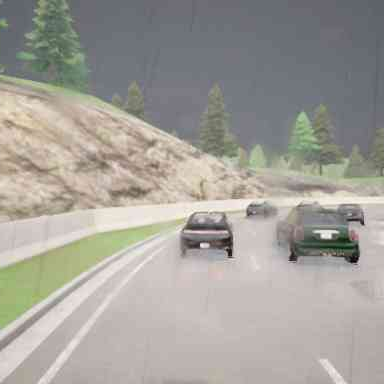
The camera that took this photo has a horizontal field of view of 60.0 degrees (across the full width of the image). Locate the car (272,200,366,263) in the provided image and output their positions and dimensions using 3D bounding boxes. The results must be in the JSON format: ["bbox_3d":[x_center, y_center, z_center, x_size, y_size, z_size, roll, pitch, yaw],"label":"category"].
[{"bbox_3d":[4.348,1.349,12.164,2.097,1.767,4.553,0,0,8],"label":"car"}]

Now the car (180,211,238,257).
[{"bbox_3d":[0.720,1.489,12.994,2.128,1.511,4.902,0,0,7],"label":"car"}]

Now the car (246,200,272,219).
[{"bbox_3d":[6.279,1.484,29.436,2.128,1.511,4.902,0,0,28],"label":"car"}]

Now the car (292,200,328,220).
[{"bbox_3d":[10.471,1.484,29.249,2.128,1.511,4.902,0,0,30],"label":"car"}]
